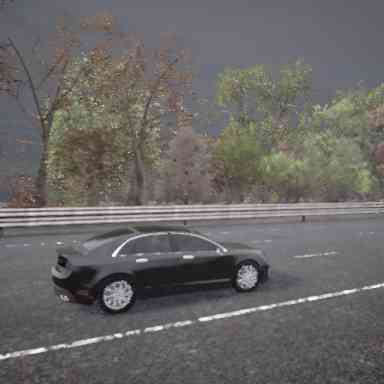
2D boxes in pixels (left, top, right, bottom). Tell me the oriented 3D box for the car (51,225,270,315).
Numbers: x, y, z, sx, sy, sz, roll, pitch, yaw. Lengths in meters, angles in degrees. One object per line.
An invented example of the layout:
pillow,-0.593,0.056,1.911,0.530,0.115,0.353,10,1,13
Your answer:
car,-0.498,1.514,7.458,4.892,1.490,1.837,0,0,-26
